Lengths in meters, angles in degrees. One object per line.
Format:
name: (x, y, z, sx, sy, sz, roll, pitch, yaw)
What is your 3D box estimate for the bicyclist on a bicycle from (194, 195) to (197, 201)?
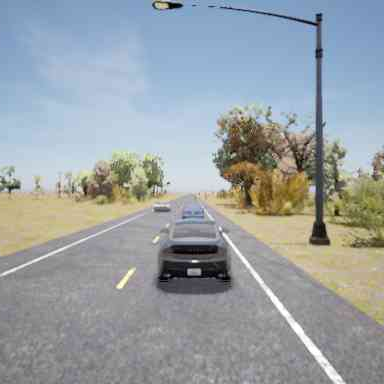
bicyclist on a bicycle: (0.981, 1.815, 87.296, 0.582, 1.620, 1.656, 0, 0, 0)

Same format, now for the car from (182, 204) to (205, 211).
car: (0.091, 1.673, 27.978, 2.033, 1.411, 5.357, 0, 0, 0)

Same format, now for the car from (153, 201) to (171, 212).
car: (-3.588, 1.780, 40.652, 1.895, 1.301, 4.718, 0, 0, 0)

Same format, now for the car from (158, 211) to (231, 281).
car: (0.073, 1.553, 9.958, 1.837, 1.490, 4.892, 0, 0, 0)
